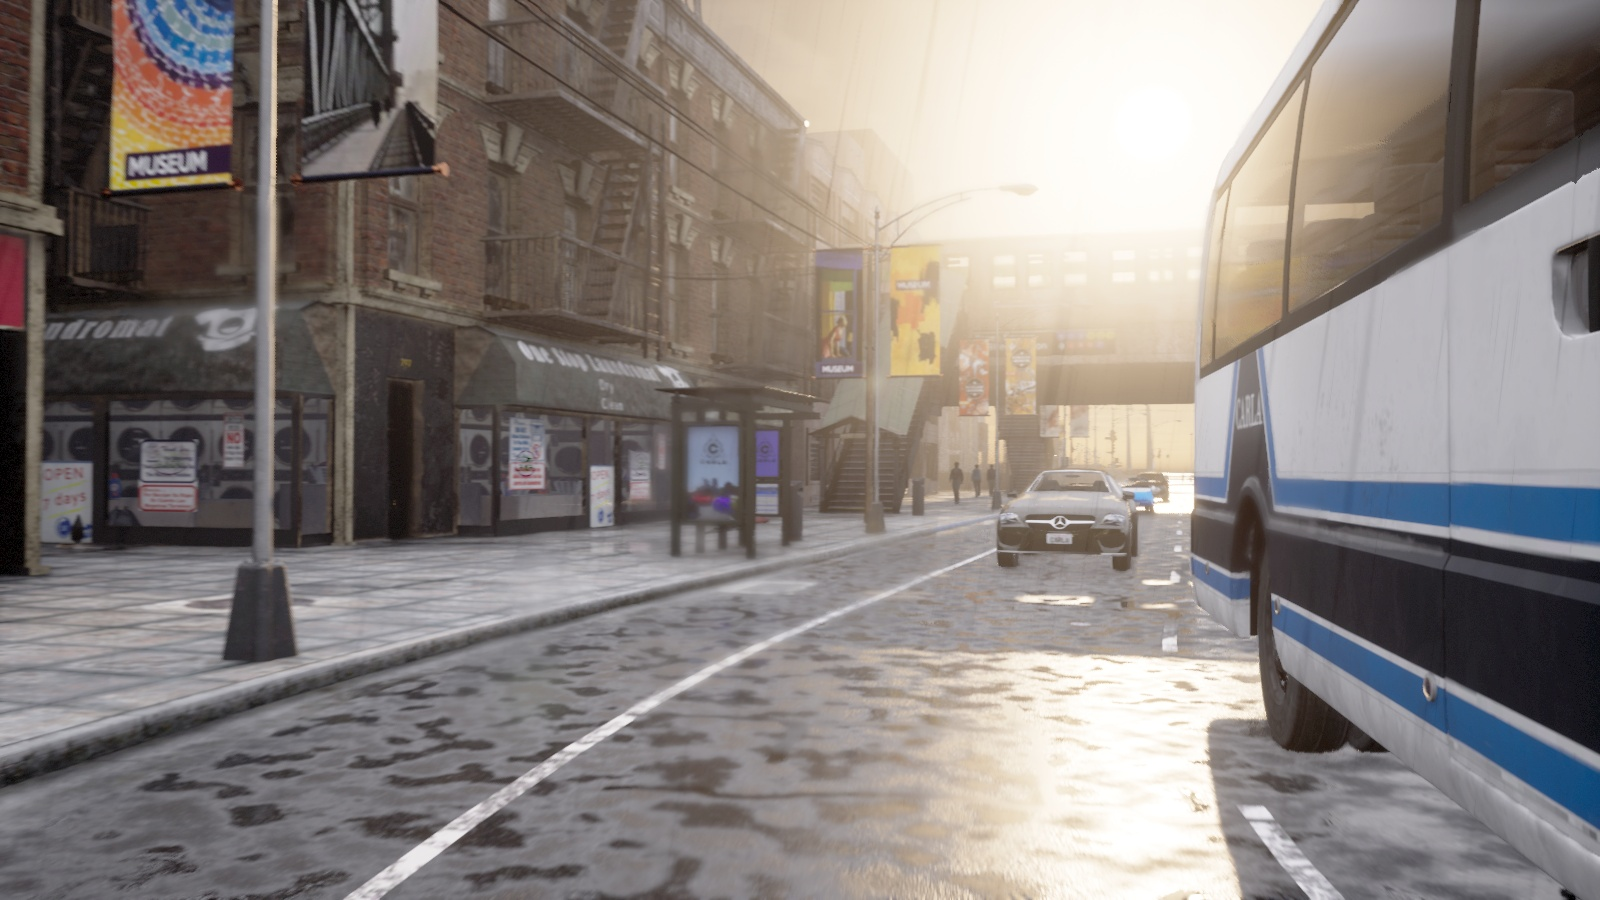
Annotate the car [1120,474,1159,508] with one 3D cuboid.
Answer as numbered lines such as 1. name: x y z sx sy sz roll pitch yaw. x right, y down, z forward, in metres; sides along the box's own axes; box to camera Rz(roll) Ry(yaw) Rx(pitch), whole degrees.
1. car: 14.136 1.702 52.284 1.481 1.376 2.207 0 -1 17

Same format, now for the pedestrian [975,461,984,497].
1. pedestrian: 9.837 1.592 68.690 0.396 1.930 0.692 0 -1 16

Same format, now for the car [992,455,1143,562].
1. car: 4.829 0.949 22.105 2.152 1.651 5.027 0 -1 17

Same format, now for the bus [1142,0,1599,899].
1. bus: 3.702 -0.501 4.339 3.944 4.253 10.273 -1 -1 10

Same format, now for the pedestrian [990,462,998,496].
1. pedestrian: 10.810 1.611 70.015 0.431 1.840 0.703 0 -1 9

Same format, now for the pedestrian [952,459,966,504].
1. pedestrian: 6.869 1.360 54.317 0.402 1.930 0.666 -1 -1 28

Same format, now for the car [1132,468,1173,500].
1. car: 19.324 1.837 68.741 2.033 1.649 4.856 0 -1 18
